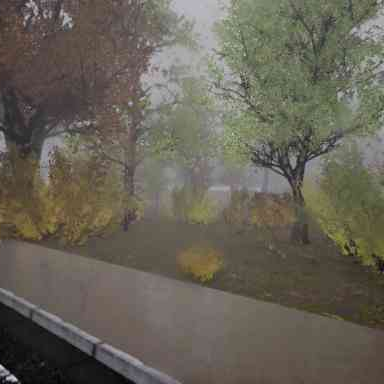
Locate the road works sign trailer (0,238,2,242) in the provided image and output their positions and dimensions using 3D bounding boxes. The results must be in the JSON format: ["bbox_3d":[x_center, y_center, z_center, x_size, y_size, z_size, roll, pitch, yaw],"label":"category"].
[{"bbox_3d":[-6.806,0.938,7.286,2.880,2.380,3.560,-27,0,-9],"label":"road works sign trailer"}]
